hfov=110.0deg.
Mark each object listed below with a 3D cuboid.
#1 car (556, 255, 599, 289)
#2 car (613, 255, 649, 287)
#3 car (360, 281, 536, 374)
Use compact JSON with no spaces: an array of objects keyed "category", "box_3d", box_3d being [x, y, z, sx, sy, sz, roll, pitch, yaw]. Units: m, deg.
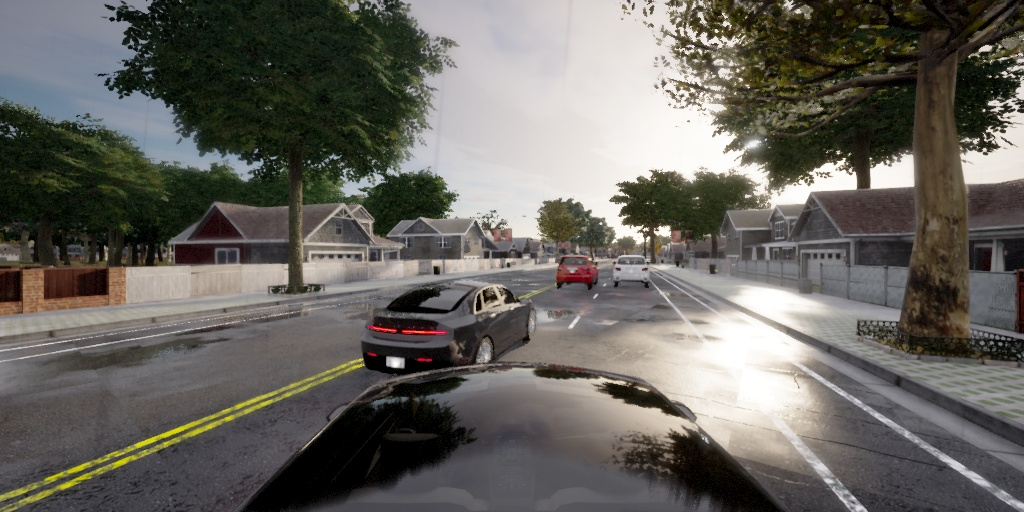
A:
[{"category":"car","box_3d":[4.299,0.971,23.197,2.150,2.045,5.566,0,0,18]},{"category":"car","box_3d":[8.220,0.973,24.753,2.150,2.045,5.566,0,0,18]},{"category":"car","box_3d":[-0.857,1.253,7.283,1.837,1.490,4.892,0,-1,18]}]
